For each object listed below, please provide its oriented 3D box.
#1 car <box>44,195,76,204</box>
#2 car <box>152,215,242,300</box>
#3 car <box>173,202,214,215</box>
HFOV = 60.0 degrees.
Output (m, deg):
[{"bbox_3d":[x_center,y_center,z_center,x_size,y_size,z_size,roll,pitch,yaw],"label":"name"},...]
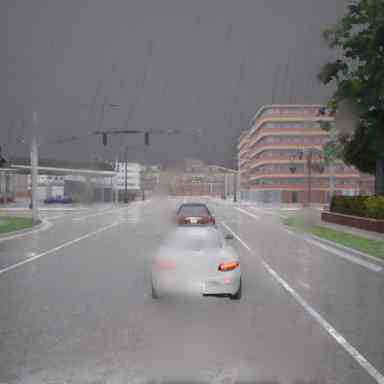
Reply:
[{"bbox_3d":[-23.402,1.294,57.992,4.611,1.667,2.242,0,0,1],"label":"car"},{"bbox_3d":[0.092,1.526,8.277,1.812,1.442,4.674,0,0,0],"label":"car"},{"bbox_3d":[0.074,1.352,17.269,2.097,1.767,4.553,0,0,0],"label":"car"}]
